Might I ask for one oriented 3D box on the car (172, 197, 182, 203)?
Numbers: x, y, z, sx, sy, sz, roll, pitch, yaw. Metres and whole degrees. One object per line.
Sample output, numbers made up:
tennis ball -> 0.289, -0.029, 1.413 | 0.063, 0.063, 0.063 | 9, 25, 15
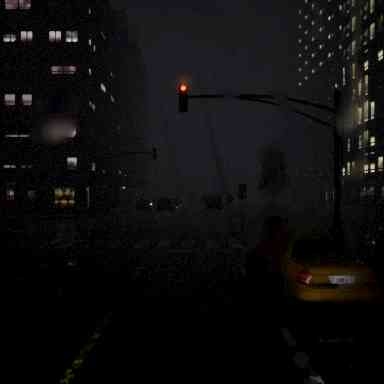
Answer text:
car -> -3.130, 1.649, 70.932 | 1.895, 1.301, 4.718 | 0, 0, 0

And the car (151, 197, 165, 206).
car -> -5.799, 1.589, 57.041 | 2.008, 1.369, 4.403 | 0, 0, 0

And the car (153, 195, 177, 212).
car -> -3.173, 1.495, 39.886 | 1.882, 1.535, 5.008 | 0, 0, 0

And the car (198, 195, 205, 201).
car -> 2.520, 1.626, 90.386 | 1.752, 1.417, 4.829 | 0, 0, 0

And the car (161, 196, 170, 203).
car -> -5.829, 1.649, 73.621 | 1.802, 1.307, 4.206 | 0, 0, 0

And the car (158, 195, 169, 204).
car -> -5.820, 1.497, 68.095 | 1.967, 1.590, 4.097 | 0, 0, 0

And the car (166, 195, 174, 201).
car -> -5.859, 1.625, 90.031 | 1.752, 1.417, 4.829 | 0, 0, 0

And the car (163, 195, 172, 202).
car -> -5.840, 1.517, 79.148 | 1.967, 1.590, 4.097 | 0, 0, 0

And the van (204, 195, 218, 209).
van -> 2.601, 1.364, 46.003 | 1.690, 1.788, 3.998 | 0, 0, 0

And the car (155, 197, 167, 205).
car -> -5.809, 1.592, 62.567 | 1.887, 1.381, 4.507 | 0, 0, 0

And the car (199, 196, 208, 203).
car -> 2.551, 1.612, 73.637 | 1.887, 1.381, 4.507 | 0, 0, 0

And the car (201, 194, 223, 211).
car -> 2.611, 1.332, 40.477 | 2.192, 1.841, 5.009 | 0, 0, 0

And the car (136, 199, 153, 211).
car -> -5.767, 1.568, 40.461 | 2.008, 1.369, 4.403 | 0, 0, 0

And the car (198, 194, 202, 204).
car -> 2.570, 1.362, 62.583 | 2.192, 1.841, 5.009 | 0, 0, 0

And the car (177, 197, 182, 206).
car -> -3.188, 1.639, 56.879 | 1.895, 1.301, 4.718 | 0, 0, 0

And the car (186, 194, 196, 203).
car -> -0.128, 1.607, 69.248 | 2.033, 1.411, 5.357 | 0, 0, 0

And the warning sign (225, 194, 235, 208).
warning sign -> 4.992, 1.136, 43.738 | 1.300, 1.860, 1.060 | 0, 0, 0

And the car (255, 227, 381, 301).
car -> 2.672, 1.526, 8.234 | 1.752, 1.417, 4.829 | 0, 0, 0
